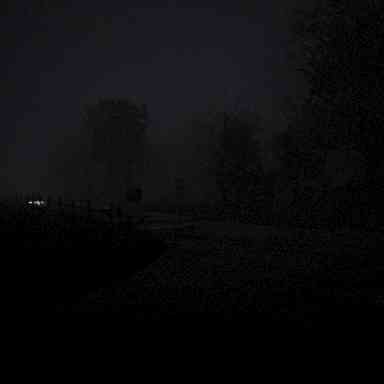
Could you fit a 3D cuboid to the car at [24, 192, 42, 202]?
[{"bbox_3d":[-24.818,0.748,51.855,1.994,1.385,4.181,-1,1,-36],"label":"car"}]
